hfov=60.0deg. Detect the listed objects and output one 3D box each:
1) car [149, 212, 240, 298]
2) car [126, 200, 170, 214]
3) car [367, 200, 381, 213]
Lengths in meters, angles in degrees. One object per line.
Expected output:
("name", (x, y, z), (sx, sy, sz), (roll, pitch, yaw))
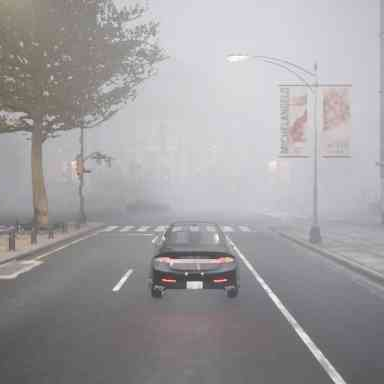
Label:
("car", (0.060, 1.495, 8.521), (2.128, 1.511, 4.902), (0, 0, 0))
("car", (-4.677, 1.538, 35.595), (4.674, 1.442, 1.812), (0, 0, 0))
("car", (21.452, 1.490, 35.494), (5.008, 1.535, 1.882), (0, 0, 0))
